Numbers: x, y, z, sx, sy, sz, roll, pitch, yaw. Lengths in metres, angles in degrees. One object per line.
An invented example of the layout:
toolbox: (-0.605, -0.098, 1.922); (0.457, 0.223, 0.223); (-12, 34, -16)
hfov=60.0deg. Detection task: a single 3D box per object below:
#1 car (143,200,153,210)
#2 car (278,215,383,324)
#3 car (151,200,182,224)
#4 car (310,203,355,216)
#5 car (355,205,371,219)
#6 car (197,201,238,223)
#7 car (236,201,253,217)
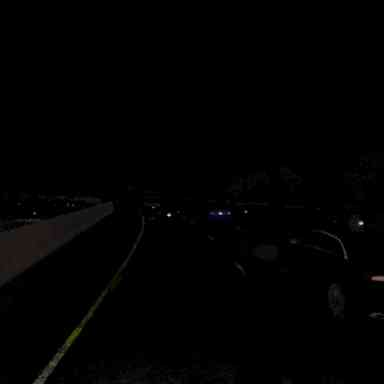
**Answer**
car: (-5.206, 1.621, 42.477); (1.895, 1.301, 4.718); (0, 0, -14)
car: (3.328, 1.488, 7.158); (2.128, 1.511, 4.902); (0, 0, -2)
car: (-1.882, 1.574, 25.222); (1.994, 1.385, 4.181); (0, 0, -8)
car: (9.233, 1.496, 21.095); (1.837, 1.490, 4.892); (0, 0, -6)
car: (6.787, 1.213, 8.489); (2.150, 2.045, 5.566); (0, 0, -3)
car: (1.615, 1.552, 25.718); (2.033, 1.411, 5.357); (0, 0, -8)
car: (4.275, 1.527, 31.110); (1.812, 1.442, 4.674); (0, 0, -9)
